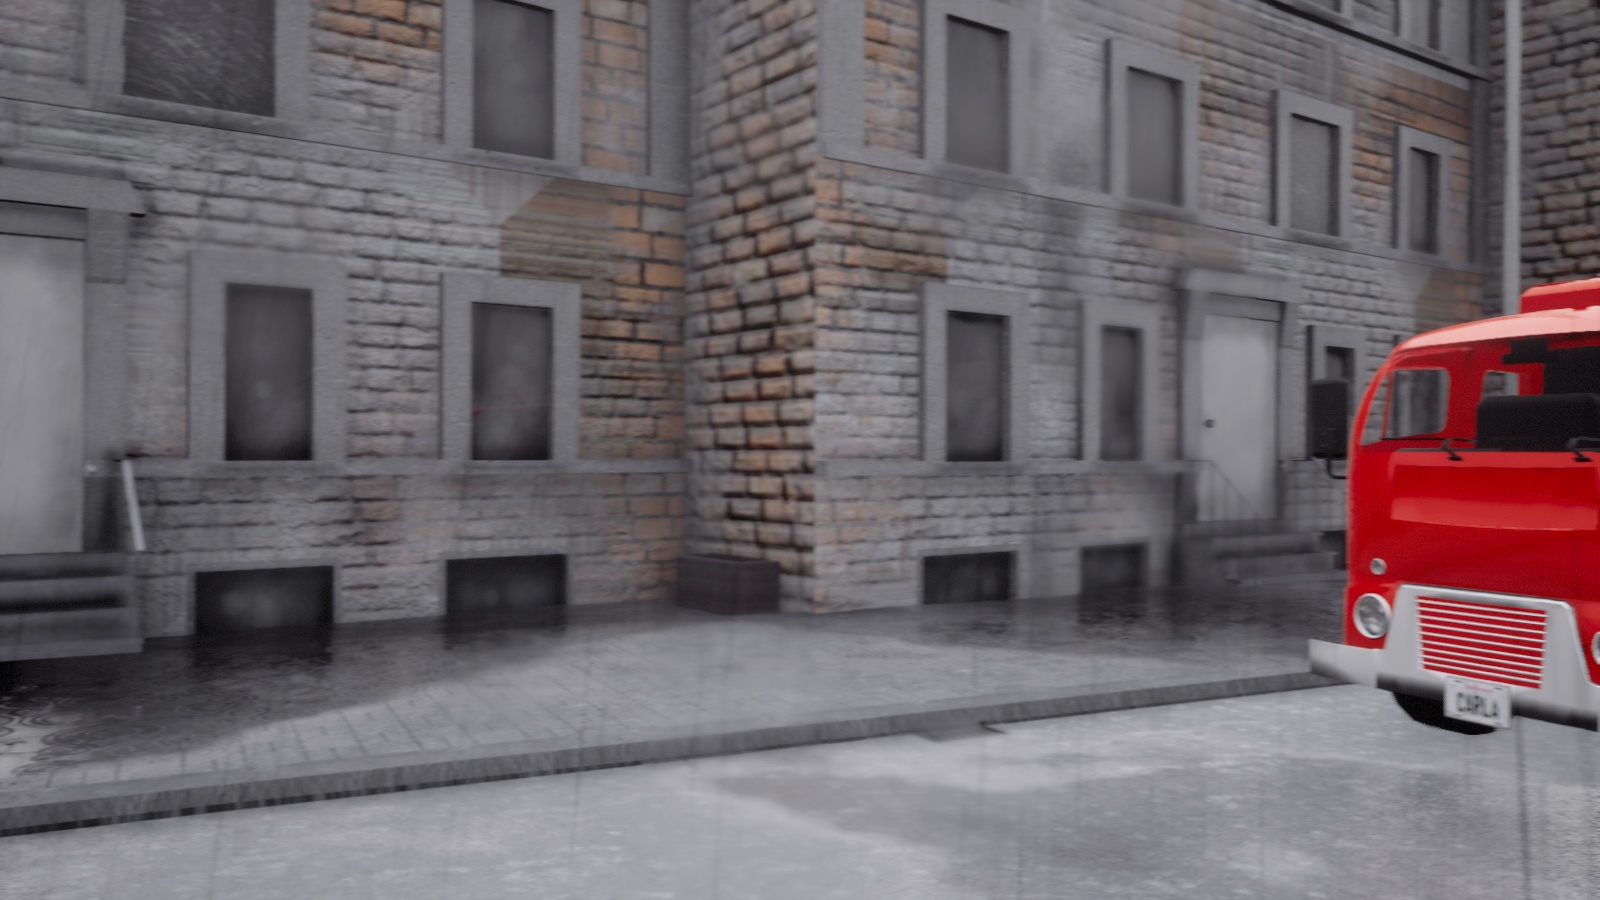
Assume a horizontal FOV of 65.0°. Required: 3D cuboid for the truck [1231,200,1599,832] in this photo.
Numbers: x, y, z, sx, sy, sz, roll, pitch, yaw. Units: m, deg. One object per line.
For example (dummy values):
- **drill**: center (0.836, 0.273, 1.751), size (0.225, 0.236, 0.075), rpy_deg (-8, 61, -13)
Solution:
- **truck**: center (5.182, 0.260, 6.602), size (5.204, 2.467, 2.627), rpy_deg (0, 0, -27)
